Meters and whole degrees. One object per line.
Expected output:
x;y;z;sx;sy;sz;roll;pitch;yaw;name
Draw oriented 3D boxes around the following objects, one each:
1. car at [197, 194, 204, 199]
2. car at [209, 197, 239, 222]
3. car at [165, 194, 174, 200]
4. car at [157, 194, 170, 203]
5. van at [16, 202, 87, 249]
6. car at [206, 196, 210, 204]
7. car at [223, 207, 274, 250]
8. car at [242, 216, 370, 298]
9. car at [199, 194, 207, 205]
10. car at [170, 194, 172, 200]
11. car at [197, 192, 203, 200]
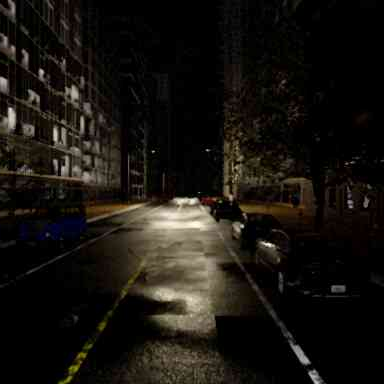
2.458;1.237;93.653;1.947;1.339;4.313;0;0;0;car
2.631;1.373;25.345;1.967;1.590;4.097;0;0;0;car
-5.909;1.270;87.948;1.947;1.339;4.313;0;0;0;car
-5.850;1.346;65.177;1.887;1.381;4.507;0;0;0;car
-5.720;1.315;13.943;1.690;1.788;3.998;0;0;0;van
2.617;1.356;31.037;1.967;1.590;4.097;0;0;0;car
2.660;1.517;13.960;2.008;1.369;4.403;0;0;0;car
2.675;1.532;8.268;2.008;1.369;4.403;0;0;0;car
2.559;1.384;53.808;1.887;1.381;4.507;0;0;0;car
-5.865;1.360;70.871;1.802;1.307;4.206;0;0;0;car
2.515;1.337;70.884;1.947;1.339;4.313;0;0;0;car
